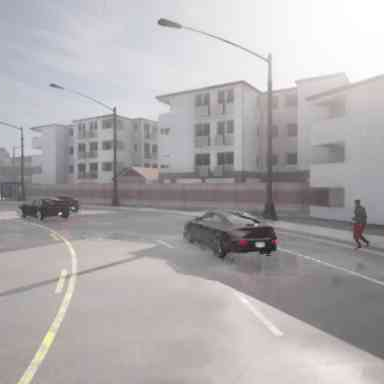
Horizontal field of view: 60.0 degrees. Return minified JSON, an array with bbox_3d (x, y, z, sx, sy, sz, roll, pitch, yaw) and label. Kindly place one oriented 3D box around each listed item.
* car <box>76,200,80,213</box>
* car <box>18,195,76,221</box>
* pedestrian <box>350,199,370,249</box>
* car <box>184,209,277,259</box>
[{"bbox_3d":[-11.472,1.023,28.334,4.892,1.490,1.837,1,1,39],"label":"car"},{"bbox_3d":[-10.289,1.116,22.986,4.892,1.490,1.837,1,1,42],"label":"car"},{"bbox_3d":[5.881,1.080,11.683,0.375,1.860,0.375,0,1,-18],"label":"pedestrian"},{"bbox_3d":[1.183,1.316,11.765,1.812,1.442,4.674,0,1,-20],"label":"car"}]
